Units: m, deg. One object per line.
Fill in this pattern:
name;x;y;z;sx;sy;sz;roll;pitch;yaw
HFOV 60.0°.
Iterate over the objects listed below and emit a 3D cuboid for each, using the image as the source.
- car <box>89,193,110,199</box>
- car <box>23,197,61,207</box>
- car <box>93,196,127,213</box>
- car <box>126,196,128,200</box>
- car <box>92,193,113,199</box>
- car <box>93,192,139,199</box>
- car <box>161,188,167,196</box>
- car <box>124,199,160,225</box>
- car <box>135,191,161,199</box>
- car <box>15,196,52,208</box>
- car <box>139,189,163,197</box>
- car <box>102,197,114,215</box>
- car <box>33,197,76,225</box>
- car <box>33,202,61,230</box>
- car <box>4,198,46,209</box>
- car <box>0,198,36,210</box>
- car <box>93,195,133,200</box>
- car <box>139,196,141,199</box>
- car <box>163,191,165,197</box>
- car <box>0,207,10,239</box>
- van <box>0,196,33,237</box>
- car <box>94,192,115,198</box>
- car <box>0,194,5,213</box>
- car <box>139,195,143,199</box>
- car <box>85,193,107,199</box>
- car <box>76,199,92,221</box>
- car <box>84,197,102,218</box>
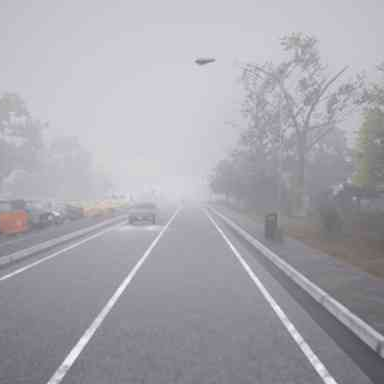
car;-23.469;1.004;84.345;4.674;1.452;2.002;0;0;0
car;-23.260;1.593;51.792;5.008;1.535;2.097;0;0;0
car;-10.029;1.492;35.240;5.366;1.575;1.946;0;0;0
car;-10.216;1.513;38.016;4.892;1.521;2.231;0;0;0
car;-23.487;0.982;87.257;4.792;1.488;2.163;0;0;0
car;-10.228;1.294;43.570;5.566;2.045;2.435;0;0;0
car;-10.400;0.682;90.075;5.566;2.045;2.435;0;1;0
car;-3.376;1.473;24.103;1.837;1.490;4.892;0;0;0
car;-10.371;1.004;78.935;4.792;1.488;2.163;0;0;0
car;-23.301;1.451;49.021;4.553;1.767;2.185;0;0;0
car;-10.417;0.840;84.504;4.553;1.767;2.185;0;0;0
car;-10.040;1.460;29.567;5.366;1.575;1.946;0;0;0
car;-10.271;1.323;21.367;4.553;1.767;2.185;0;0;0
car;-10.274;1.483;18.595;4.792;1.488;2.163;0;0;0
car;-23.245;1.590;46.375;4.792;1.488;2.163;0;0;0
car;-23.277;1.583;43.605;4.674;1.452;2.002;0;0;0
car;-10.390;1.525;40.793;5.366;1.575;1.946;0;0;0
car;-10.200;1.562;46.345;5.008;1.535;2.097;0;0;0
car;-10.373;0.955;87.284;5.008;1.535;2.097;0;1;0
car;-10.226;1.498;13.042;4.792;1.488;2.163;0;0;0
van;-10.366;1.235;15.817;4.442;1.987;1.878;0;0;0
car;-23.637;0.929;90.049;5.366;1.575;1.946;0;1;0
car;-23.323;1.242;35.297;5.566;2.045;2.435;0;0;0
car;-10.161;1.608;49.121;4.792;1.488;2.163;0;0;0
car;-23.476;1.008;81.560;4.674;1.452;2.002;0;0;0
car;-10.229;1.448;24.147;4.892;1.521;2.231;0;0;0
car;-10.415;1.449;26.915;5.366;1.575;1.946;0;0;0
